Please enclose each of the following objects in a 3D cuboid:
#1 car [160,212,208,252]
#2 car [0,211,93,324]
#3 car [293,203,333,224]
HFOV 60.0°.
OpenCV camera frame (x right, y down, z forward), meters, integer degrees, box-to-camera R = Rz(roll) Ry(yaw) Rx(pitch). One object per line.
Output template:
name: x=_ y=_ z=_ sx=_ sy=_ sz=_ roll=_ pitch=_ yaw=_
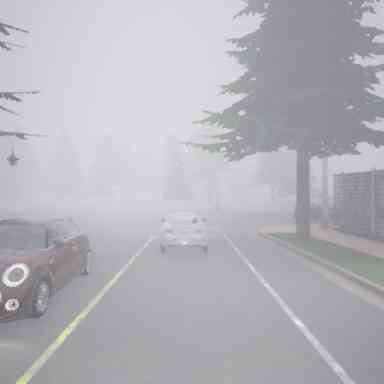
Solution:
car: x=-0.345 y=1.566 z=14.056 sx=1.812 sy=1.442 sz=4.674 roll=0 pitch=0 yaw=-2
car: x=-3.760 y=1.375 z=7.372 sx=2.097 sy=1.767 sz=4.553 roll=0 pitch=0 yaw=-2
car: x=10.113 y=1.594 z=25.072 sx=4.902 sy=1.511 sz=2.128 roll=0 pitch=0 yaw=-3
